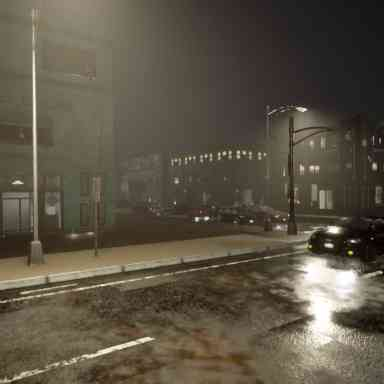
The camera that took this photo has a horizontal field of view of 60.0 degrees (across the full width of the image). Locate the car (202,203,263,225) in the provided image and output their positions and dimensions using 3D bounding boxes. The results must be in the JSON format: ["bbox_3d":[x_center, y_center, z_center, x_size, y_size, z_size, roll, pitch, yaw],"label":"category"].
[{"bbox_3d":[3.108,1.814,26.302,1.947,1.339,4.313,-2,0,-35],"label":"car"}]

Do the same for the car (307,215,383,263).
[{"bbox_3d":[6.095,1.562,12.029,4.181,1.385,1.994,0,0,-36],"label":"car"}]

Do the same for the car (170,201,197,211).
[{"bbox_3d":[-1.221,1.965,47.049,1.802,1.307,4.206,-2,0,-35],"label":"car"}]

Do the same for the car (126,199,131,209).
[{"bbox_3d":[-6.392,1.997,44.358,2.033,1.411,5.357,-1,0,-35],"label":"car"}]

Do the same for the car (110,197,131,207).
[{"bbox_3d":[-14.066,1.939,65.087,2.192,1.841,5.009,-1,0,-35],"label":"car"}]

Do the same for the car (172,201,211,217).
[{"bbox_3d":[-0.295,1.895,35.756,1.994,1.385,4.181,-1,0,-37],"label":"car"}]

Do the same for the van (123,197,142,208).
[{"bbox_3d":[-10.856,1.906,60.577,1.690,1.788,3.998,-1,0,-35],"label":"van"}]

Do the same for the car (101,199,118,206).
[{"bbox_3d":[-17.270,2.226,69.596,1.887,1.381,4.507,-1,0,-35],"label":"car"}]

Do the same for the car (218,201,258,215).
[{"bbox_3d":[5.197,1.809,38.030,2.008,1.369,4.403,-2,0,-35],"label":"car"}]

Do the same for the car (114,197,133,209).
[{"bbox_3d":[-11.362,2.087,56.846,1.812,1.442,4.674,-1,0,-35],"label":"car"}]

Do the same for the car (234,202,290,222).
[{"bbox_3d":[5.514,1.764,27.614,2.033,1.411,5.357,-1,0,-36],"label":"car"}]

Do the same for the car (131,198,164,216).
[{"bbox_3d":[-4.842,1.845,37.678,1.967,1.590,4.097,-1,0,-35],"label":"car"}]
